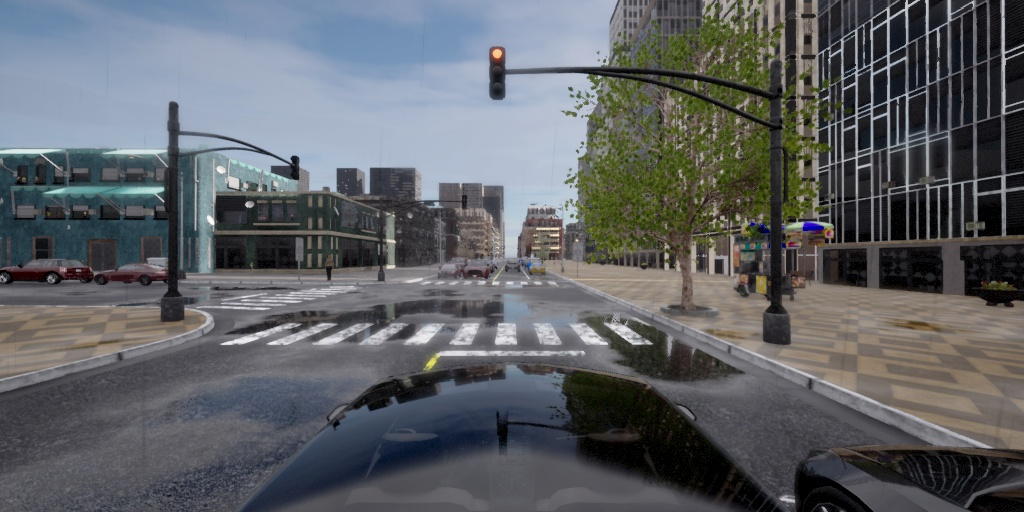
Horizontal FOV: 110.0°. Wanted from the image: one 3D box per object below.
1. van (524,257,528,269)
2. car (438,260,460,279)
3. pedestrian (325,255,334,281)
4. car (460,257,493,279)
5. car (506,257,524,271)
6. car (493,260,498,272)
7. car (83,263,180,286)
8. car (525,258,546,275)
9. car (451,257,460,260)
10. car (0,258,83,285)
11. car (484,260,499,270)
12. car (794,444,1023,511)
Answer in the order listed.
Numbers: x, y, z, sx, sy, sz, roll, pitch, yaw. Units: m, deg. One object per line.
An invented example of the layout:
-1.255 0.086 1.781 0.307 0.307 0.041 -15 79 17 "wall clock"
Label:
2.688 1.094 44.085 1.690 1.789 3.998 0 0 0 "van"
-5.691 1.334 32.979 1.802 1.307 4.207 0 0 0 "car"
-12.751 0.788 24.984 0.375 1.860 0.375 0 -1 -1 "pedestrian"
-3.093 1.103 32.132 2.097 1.767 4.553 0 0 0 "car"
0.097 1.245 47.517 2.128 1.511 4.902 0 0 0 "car"
-3.087 1.245 43.070 2.128 1.511 4.902 0 0 0 "car"
-22.822 1.090 21.892 4.207 1.307 1.802 0 0 -1 "car"
2.689 1.278 38.703 1.751 1.417 4.829 0 0 0 "car"
-5.692 1.067 38.530 2.192 1.841 5.009 0 0 0 "car"
-28.370 0.879 21.814 4.097 1.591 1.967 0 0 -1 "car"
-3.068 1.302 54.927 2.033 1.411 5.357 0 0 0 "car"
2.691 1.316 0.504 1.948 1.339 4.313 0 0 0 "car"
